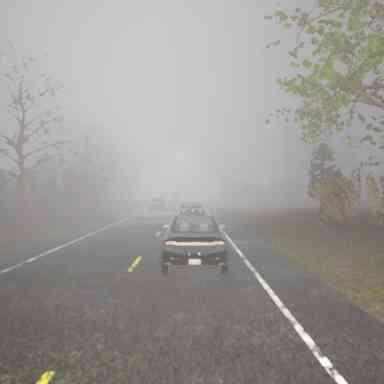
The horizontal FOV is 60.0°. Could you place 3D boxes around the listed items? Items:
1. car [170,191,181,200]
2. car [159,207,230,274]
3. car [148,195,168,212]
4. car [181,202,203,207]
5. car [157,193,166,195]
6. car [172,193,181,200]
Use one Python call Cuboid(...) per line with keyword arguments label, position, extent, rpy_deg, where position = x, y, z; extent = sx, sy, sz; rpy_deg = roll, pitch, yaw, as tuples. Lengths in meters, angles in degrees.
Cuboid(label="car", position=(-3.659, 0.759, 74.356), extent=(2.150, 2.045, 5.566), rpy_deg=(0, 0, -2))
Cuboid(label="car", position=(0.070, 1.462, 10.450), extent=(2.128, 1.511, 4.902), rpy_deg=(0, 0, 0))
Cuboid(label="car", position=(-3.773, 1.388, 37.612), extent=(1.837, 1.490, 4.892), rpy_deg=(0, 0, -1))
Cuboid(label="car", position=(0.016, 1.518, 27.909), extent=(1.895, 1.301, 4.718), rpy_deg=(0, 0, 0))
Cuboid(label="car", position=(-7.299, 0.942, 80.039), extent=(1.812, 1.442, 4.674), rpy_deg=(0, 0, 0))
Cuboid(label="car", position=(-3.804, 1.050, 81.620), extent=(1.882, 1.535, 5.008), rpy_deg=(0, 0, 0))
